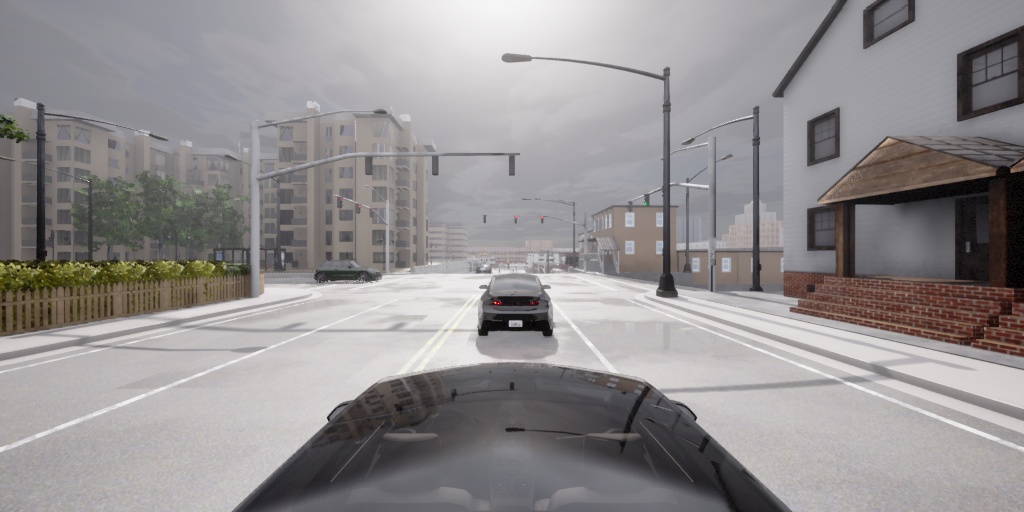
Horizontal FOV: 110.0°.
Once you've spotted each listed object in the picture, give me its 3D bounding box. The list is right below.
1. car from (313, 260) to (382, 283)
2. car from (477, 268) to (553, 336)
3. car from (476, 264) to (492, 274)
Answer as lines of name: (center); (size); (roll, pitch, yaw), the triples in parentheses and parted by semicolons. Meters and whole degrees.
car: (-12.321, 1.102, 27.118); (4.553, 1.767, 2.097); (0, 0, -3)
car: (0.090, 1.255, 10.371); (1.837, 1.490, 4.892); (0, 0, 0)
car: (-3.624, 1.755, 47.184); (2.128, 1.511, 4.902); (0, -5, 0)
